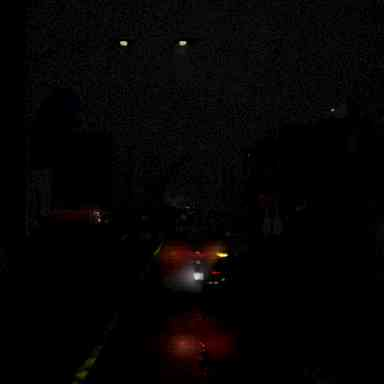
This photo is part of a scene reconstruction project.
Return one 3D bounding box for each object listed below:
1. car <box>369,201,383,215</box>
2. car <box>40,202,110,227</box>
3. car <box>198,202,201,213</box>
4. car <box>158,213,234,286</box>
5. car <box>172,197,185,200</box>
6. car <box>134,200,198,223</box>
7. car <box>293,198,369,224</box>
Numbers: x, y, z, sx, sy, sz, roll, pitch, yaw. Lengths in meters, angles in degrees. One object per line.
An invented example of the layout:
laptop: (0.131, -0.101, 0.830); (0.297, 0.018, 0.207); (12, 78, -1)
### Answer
car: (18.512, 1.697, 34.210); (4.674, 1.442, 1.812); (-1, -2, -1)
car: (-8.116, 1.481, 23.342); (4.553, 1.767, 2.097); (-1, -1, 9)
car: (0.212, 1.911, 42.050); (2.033, 1.411, 5.357); (0, 0, -1)
car: (0.099, 1.597, 9.672); (1.837, 1.490, 4.892); (0, 0, 0)
car: (-2.608, 1.890, 46.430); (2.128, 1.511, 4.902); (0, 0, 2)
car: (-2.254, 1.686, 27.313); (5.008, 1.535, 1.882); (-1, -2, -1)
car: (9.739, 1.312, 23.866); (4.553, 1.767, 2.097); (-1, -2, -7)
